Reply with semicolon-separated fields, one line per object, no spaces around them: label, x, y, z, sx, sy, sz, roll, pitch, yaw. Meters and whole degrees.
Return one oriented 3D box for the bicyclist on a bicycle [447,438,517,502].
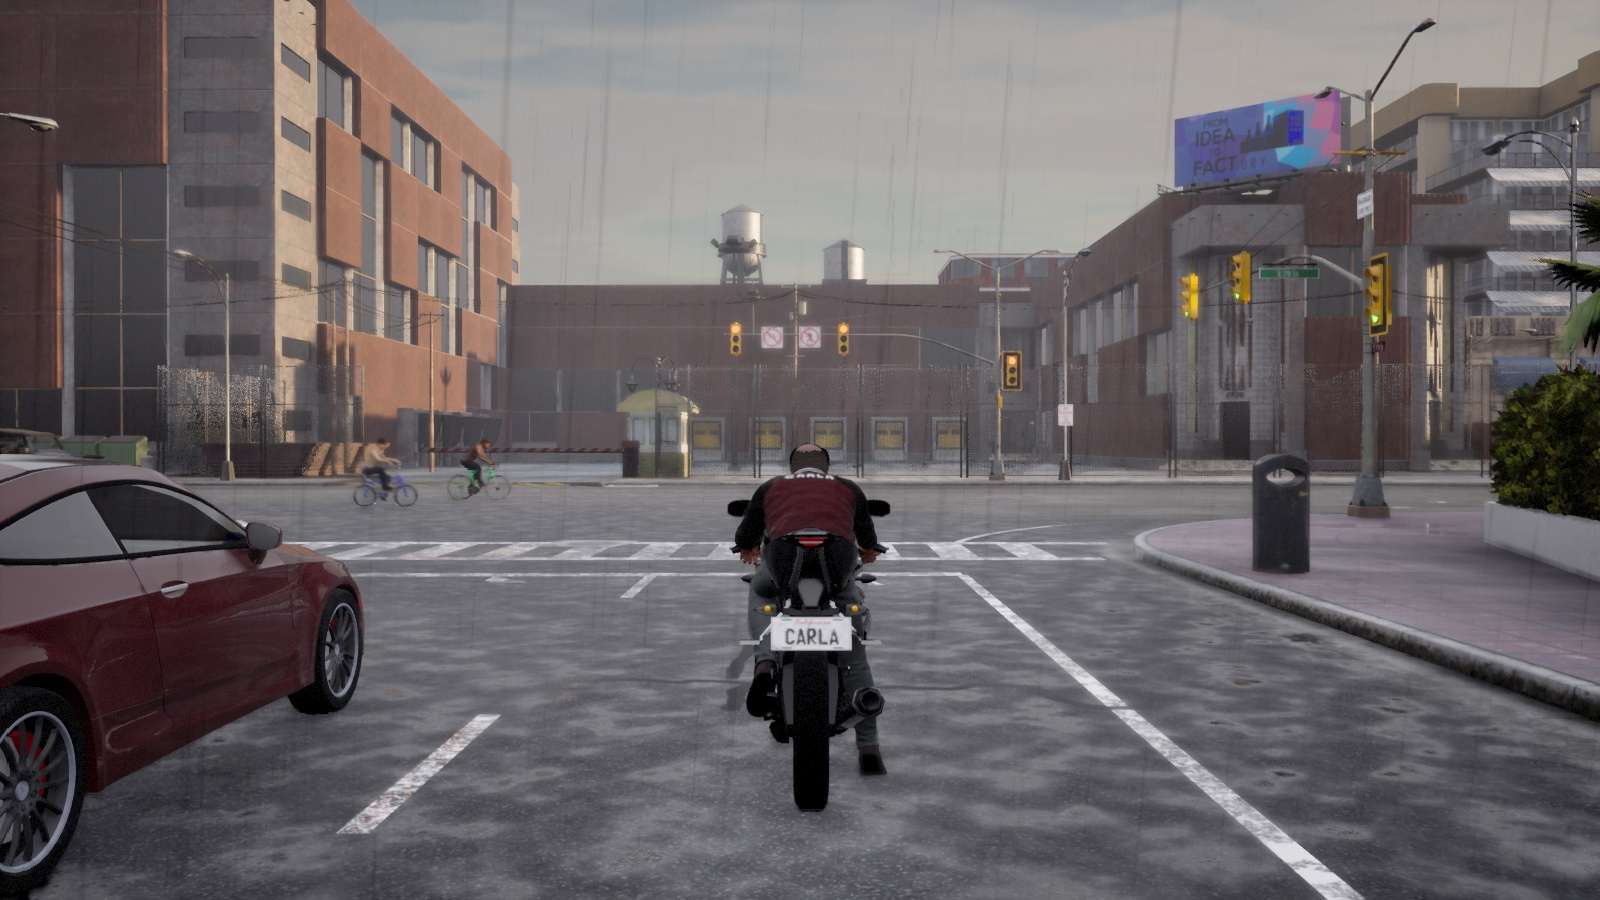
bicyclist on a bicycle;-8.222;0.509;32.487;1.656;1.620;0.582;0;0;1

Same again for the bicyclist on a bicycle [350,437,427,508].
bicyclist on a bicycle;-9.491;0.512;29.003;1.509;1.612;0.866;0;0;1

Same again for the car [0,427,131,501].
car;-19.838;0.342;32.643;3.866;1.878;1.905;0;0;1

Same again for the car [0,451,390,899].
car;-3.445;0.739;5.441;1.812;1.442;4.674;0;0;0

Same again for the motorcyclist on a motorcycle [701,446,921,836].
motorcyclist on a motorcycle;0.045;0.747;6.037;0.866;1.530;2.191;0;0;0

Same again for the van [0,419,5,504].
van;-21.370;0.291;29.163;4.480;2.038;2.069;0;0;1
